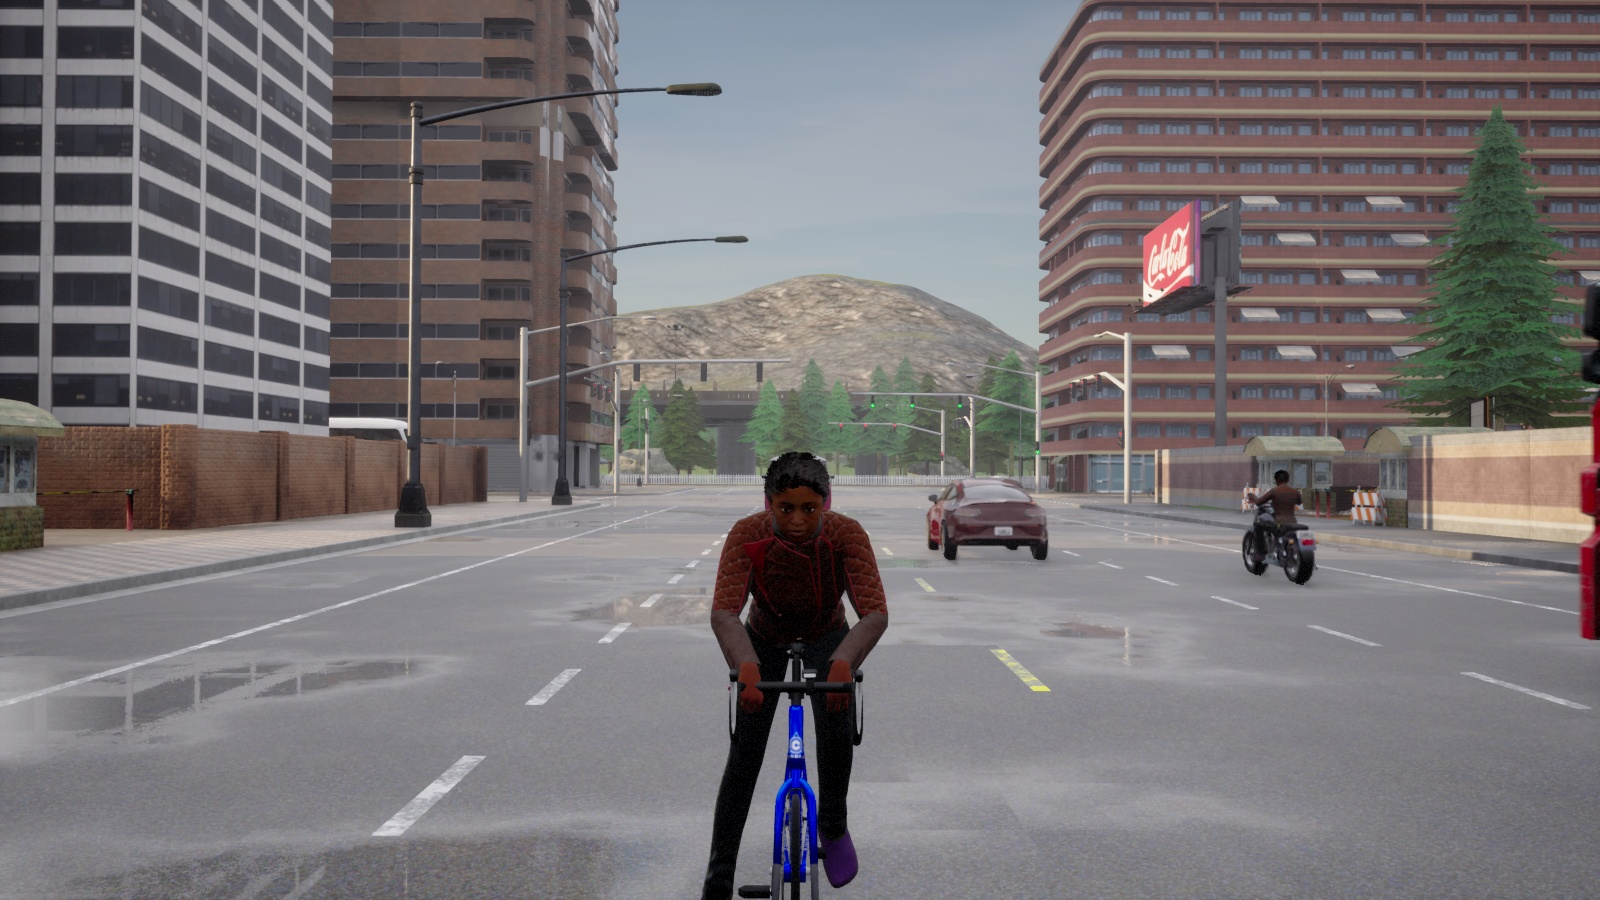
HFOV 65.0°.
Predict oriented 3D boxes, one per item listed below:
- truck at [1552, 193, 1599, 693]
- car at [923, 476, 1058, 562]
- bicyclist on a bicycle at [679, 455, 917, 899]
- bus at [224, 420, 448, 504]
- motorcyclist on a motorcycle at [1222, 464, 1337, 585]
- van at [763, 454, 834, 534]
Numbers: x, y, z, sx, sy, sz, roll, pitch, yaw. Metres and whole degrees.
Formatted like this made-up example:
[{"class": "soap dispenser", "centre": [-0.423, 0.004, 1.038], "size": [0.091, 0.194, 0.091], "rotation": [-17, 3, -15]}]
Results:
[{"class": "truck", "centre": [6.989, -0.107, 5.242], "size": [2.891, 3.462, 7.936], "rotation": [0, -1, 0]}, {"class": "car", "centre": [3.468, 1.223, 23.691], "size": [1.812, 1.442, 4.674], "rotation": [0, -1, 0]}, {"class": "bicyclist on a bicycle", "centre": [-0.005, 0.833, 3.919], "size": [0.582, 1.620, 1.656], "rotation": [0, -1, 0]}, {"class": "bus", "centre": [-24.149, 0.639, 65.914], "size": [10.273, 4.253, 3.944], "rotation": [0, -1, 0]}, {"class": "motorcyclist on a motorcycle", "centre": [6.975, 1.046, 18.410], "size": [0.766, 1.649, 2.350], "rotation": [0, -1, 0]}, {"class": "van", "centre": [-0.047, 1.132, 33.695], "size": [1.775, 1.987, 4.442], "rotation": [0, -1, 0]}]
